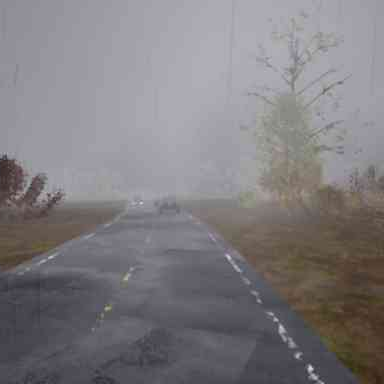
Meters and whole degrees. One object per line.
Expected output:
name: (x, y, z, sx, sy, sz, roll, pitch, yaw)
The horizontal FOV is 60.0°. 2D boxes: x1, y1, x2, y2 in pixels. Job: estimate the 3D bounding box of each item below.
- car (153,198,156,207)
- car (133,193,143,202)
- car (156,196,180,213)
car: (-4.513, 1.289, 48.329, 1.882, 1.535, 5.008, 0, 0, -10)
car: (-10.621, 1.255, 65.306, 1.837, 1.490, 4.892, 0, 1, -10)
car: (-2.465, 1.210, 35.317, 2.097, 1.767, 4.553, 0, 0, -8)
